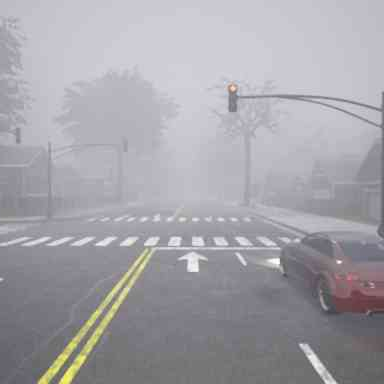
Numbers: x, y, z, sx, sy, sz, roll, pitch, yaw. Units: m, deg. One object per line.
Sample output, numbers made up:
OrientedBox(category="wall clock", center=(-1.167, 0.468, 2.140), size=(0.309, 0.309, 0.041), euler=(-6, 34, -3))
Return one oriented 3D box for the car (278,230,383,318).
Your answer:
OrientedBox(category="car", center=(3.360, 1.550, 7.514), size=(1.994, 1.385, 4.181), euler=(0, 0, 0))
